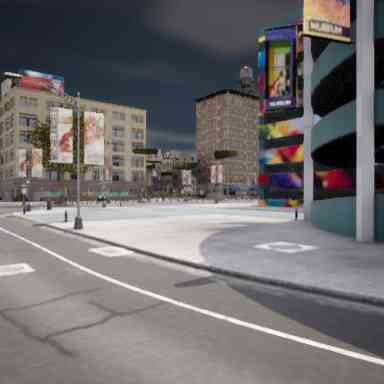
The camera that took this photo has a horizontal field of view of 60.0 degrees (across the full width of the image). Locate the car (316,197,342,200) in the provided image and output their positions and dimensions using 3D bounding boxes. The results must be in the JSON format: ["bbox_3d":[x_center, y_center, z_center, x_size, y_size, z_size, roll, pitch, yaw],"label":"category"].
[{"bbox_3d":[17.343,1.281,43.660,4.674,1.452,2.002,0,0,-39],"label":"car"}]
